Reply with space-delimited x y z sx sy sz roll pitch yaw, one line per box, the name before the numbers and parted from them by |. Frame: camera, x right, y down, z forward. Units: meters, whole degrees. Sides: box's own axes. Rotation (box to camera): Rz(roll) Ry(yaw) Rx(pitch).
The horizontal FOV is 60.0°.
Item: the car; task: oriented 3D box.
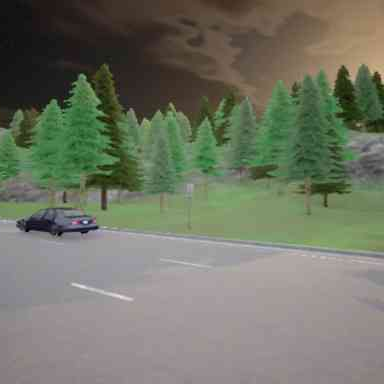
car | -7.273 1.531 17.772 5.357 1.411 2.033 0 0 35
